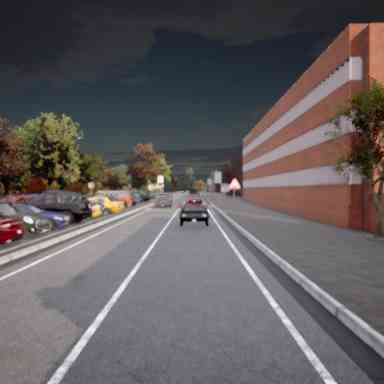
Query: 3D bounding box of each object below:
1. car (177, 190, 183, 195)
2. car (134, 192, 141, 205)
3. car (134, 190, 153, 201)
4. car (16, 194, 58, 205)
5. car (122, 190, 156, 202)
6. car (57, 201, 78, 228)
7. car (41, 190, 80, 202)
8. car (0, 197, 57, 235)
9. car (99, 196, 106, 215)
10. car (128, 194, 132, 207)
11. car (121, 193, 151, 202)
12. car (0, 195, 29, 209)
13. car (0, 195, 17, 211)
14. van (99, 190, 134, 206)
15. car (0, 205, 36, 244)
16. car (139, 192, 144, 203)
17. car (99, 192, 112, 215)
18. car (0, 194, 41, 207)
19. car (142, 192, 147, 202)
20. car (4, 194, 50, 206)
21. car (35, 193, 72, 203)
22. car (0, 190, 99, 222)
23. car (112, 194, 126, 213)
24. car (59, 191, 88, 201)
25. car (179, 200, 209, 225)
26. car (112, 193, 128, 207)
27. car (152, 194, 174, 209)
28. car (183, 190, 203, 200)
[{"bbox_3d":[-2.605,0.248,79.866,1.882,1.535,5.008,0,1,1],"label":"car"},{"bbox_3d":[-9.236,1.103,41.430,4.792,1.488,2.163,0,1,0],"label":"car"},{"bbox_3d":[-9.244,0.930,52.731,5.008,1.535,2.097,0,1,0],"label":"car"},{"bbox_3d":[-21.822,1.004,47.018,4.892,1.521,2.231,0,1,0],"label":"car"},{"bbox_3d":[-9.213,0.601,58.380,5.566,2.045,2.435,0,1,0],"label":"car"},{"bbox_3d":[-9.300,1.396,18.826,4.674,1.452,2.002,0,1,0],"label":"car"},{"bbox_3d":[-21.791,0.642,55.361,5.566,2.045,2.435,0,1,0],"label":"car"},{"bbox_3d":[-9.332,1.266,15.999,4.553,1.767,2.185,0,1,0],"label":"car"},{"bbox_3d":[-9.474,1.282,24.477,5.366,1.575,1.946,0,1,0],"label":"car"},{"bbox_3d":[-9.271,1.184,35.779,4.674,1.452,2.002,0,1,0],"label":"car"},{"bbox_3d":[-9.243,0.931,55.559,4.674,1.452,2.002,0,1,0],"label":"car"},{"bbox_3d":[-21.867,1.139,38.547,4.792,1.488,2.163,0,1,0],"label":"car"},{"bbox_3d":[-21.846,1.146,35.599,5.008,1.535,2.097,0,1,0],"label":"car"},{"bbox_3d":[-9.386,0.883,38.602,4.442,1.987,1.878,0,1,0],"label":"van"},{"bbox_3d":[-9.300,1.426,13.175,5.008,1.535,2.097,0,1,0],"label":"car"},{"bbox_3d":[-9.264,1.078,44.256,4.674,1.452,2.002,0,1,0],"label":"car"},{"bbox_3d":[-9.316,1.124,27.301,4.553,1.767,2.185,0,1,0],"label":"car"},{"bbox_3d":[-21.829,1.074,41.371,5.008,1.535,2.097,0,1,0],"label":"car"},{"bbox_3d":[-9.255,1.043,47.082,4.674,1.452,2.002,0,1,0],"label":"car"},{"bbox_3d":[-21.825,1.038,44.194,5.008,1.535,2.097,0,1,0],"label":"car"},{"bbox_3d":[-21.829,0.931,52.665,4.892,1.521,2.231,0,1,0],"label":"car"},{"bbox_3d":[-9.321,1.069,21.648,5.566,2.045,2.435,0,1,0],"label":"car"},{"bbox_3d":[-9.096,1.212,30.128,5.366,1.575,1.946,0,1,0],"label":"car"},{"bbox_3d":[-21.748,0.680,61.142,4.553,1.767,2.185,0,0,0],"label":"car"},{"bbox_3d":[0.151,1.448,22.636,1.895,1.301,4.718,0,1,0],"label":"car"},{"bbox_3d":[-9.463,1.177,32.954,5.366,1.575,1.946,0,1,0],"label":"car"},{"bbox_3d":[-3.188,1.038,39.067,1.837,1.490,4.892,0,7,1],"label":"car"},{"bbox_3d":[0.268,0.830,40.722,2.097,1.767,4.553,0,6,0],"label":"car"}]
